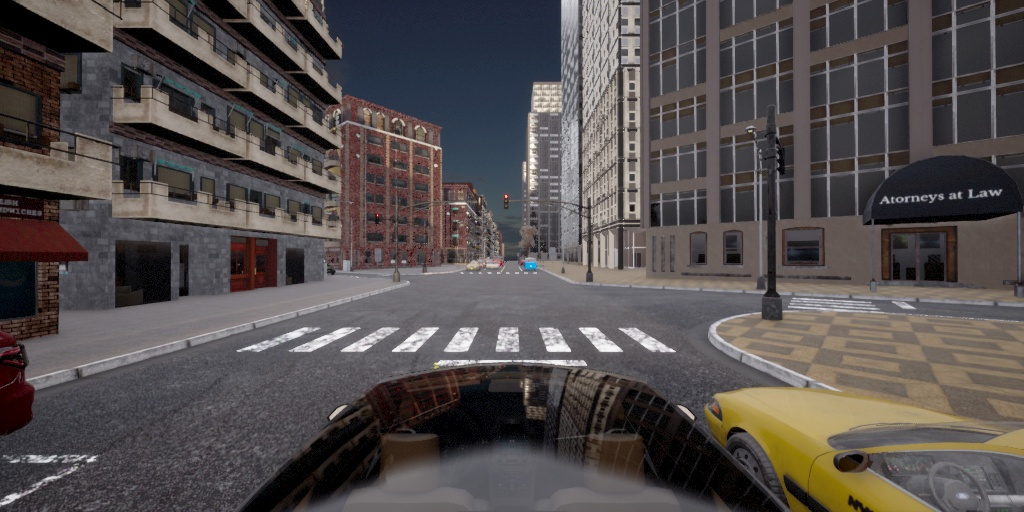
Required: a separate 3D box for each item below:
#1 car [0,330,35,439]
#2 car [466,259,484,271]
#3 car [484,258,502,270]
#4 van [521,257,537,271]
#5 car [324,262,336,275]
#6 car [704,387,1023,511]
[{"bbox_3d":[-5.314,1.065,1.107,2.192,1.841,5.009,0,0,0],"label":"car"},{"bbox_3d":[-5.335,1.321,49.937,1.751,1.417,4.829,0,0,0],"label":"car"},{"bbox_3d":[-2.868,1.403,53.563,1.895,1.301,4.718,0,0,0],"label":"car"},{"bbox_3d":[2.545,1.136,50.110,1.690,1.789,3.998,0,0,0],"label":"van"},{"bbox_3d":[-22.368,1.456,41.805,4.892,1.490,1.837,-1,-1,41],"label":"car"},{"bbox_3d":[2.566,1.275,1.287,1.751,1.417,4.829,0,0,0],"label":"car"}]
